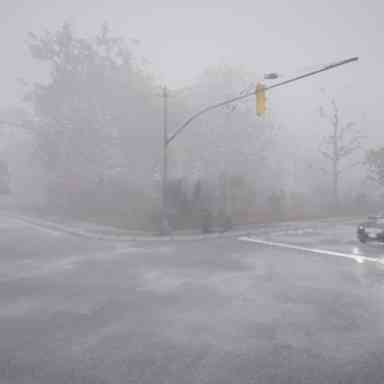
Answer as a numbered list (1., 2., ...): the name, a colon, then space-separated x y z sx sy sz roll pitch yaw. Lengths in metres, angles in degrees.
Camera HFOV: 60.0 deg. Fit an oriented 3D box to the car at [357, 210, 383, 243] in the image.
1. car: 9.304 1.497 14.897 4.902 1.511 2.128 0 0 -35
